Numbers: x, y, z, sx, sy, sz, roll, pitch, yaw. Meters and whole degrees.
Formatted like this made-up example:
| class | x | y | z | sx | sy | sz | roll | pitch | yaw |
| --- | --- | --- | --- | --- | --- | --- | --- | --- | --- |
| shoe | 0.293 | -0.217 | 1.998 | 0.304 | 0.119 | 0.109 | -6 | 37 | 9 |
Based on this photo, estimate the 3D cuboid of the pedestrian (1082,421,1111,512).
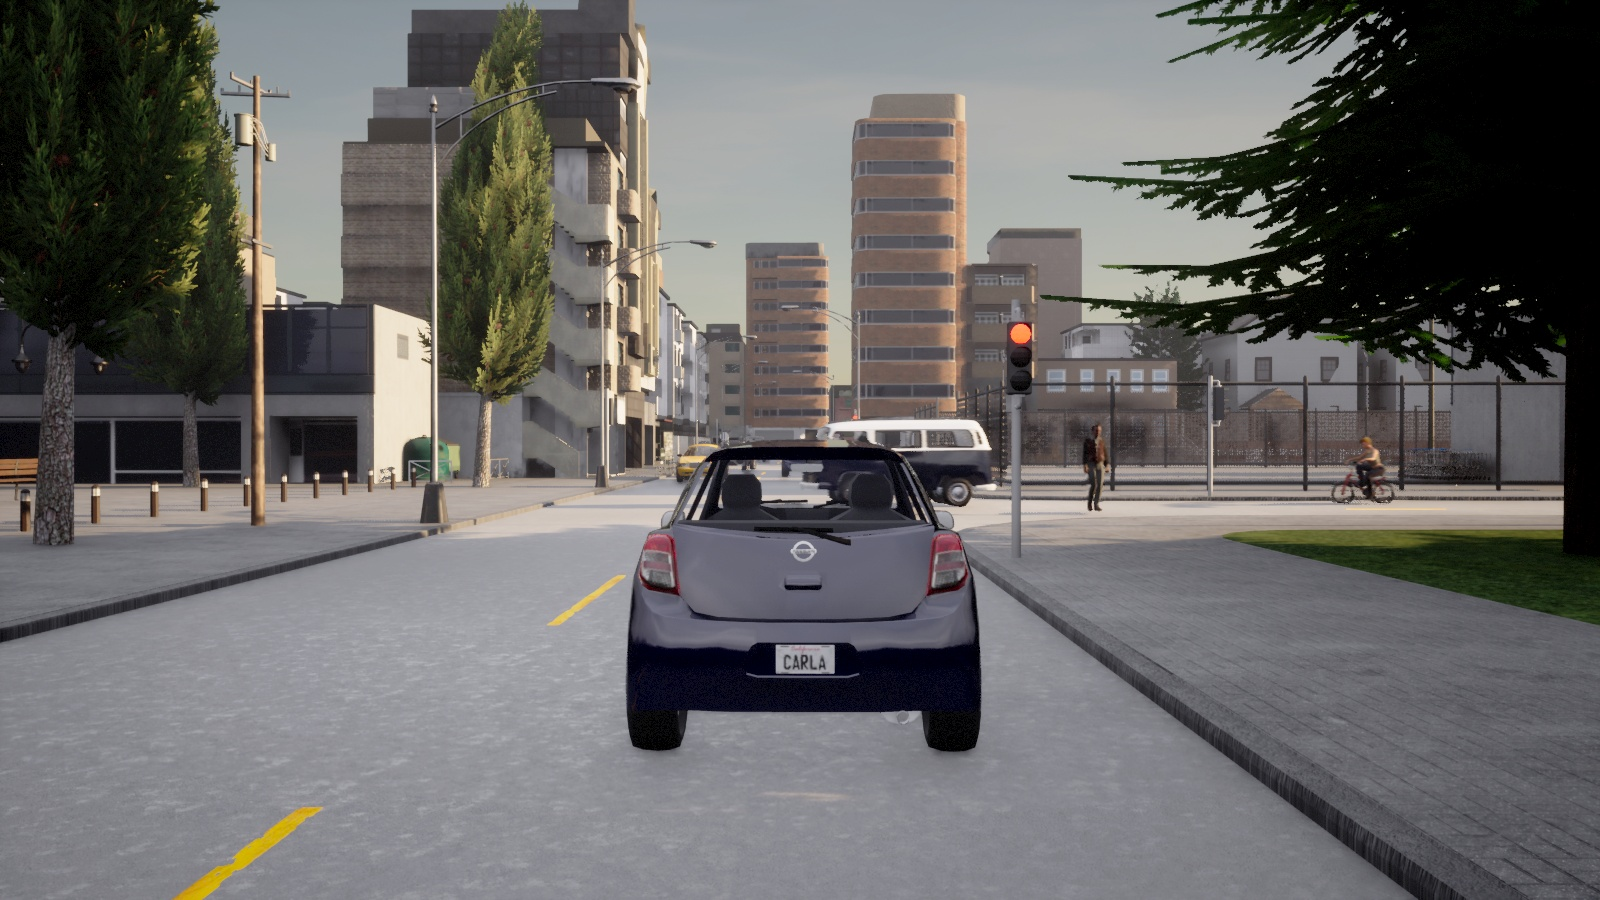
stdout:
| class | x | y | z | sx | sy | sz | roll | pitch | yaw |
| --- | --- | --- | --- | --- | --- | --- | --- | --- | --- |
| pedestrian | 6.127 | 0.341 | 25.984 | 0.376 | 1.854 | 0.720 | 0 | 0 | -5 |

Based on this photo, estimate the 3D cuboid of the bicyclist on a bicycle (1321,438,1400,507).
| class | x | y | z | sx | sy | sz | roll | pitch | yaw |
| --- | --- | --- | --- | --- | --- | --- | --- | --- | --- |
| bicyclist on a bicycle | 13.386 | 0.524 | 30.033 | 1.509 | 1.612 | 0.866 | 0 | 0 | 0 |

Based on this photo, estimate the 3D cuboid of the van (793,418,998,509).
| class | x | y | z | sx | sy | sz | roll | pitch | yaw |
| --- | --- | --- | --- | --- | --- | --- | --- | --- | --- |
| van | 2.193 | 0.304 | 29.648 | 4.480 | 2.038 | 2.069 | 0 | 0 | -9 |

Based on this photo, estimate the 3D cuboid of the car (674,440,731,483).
| class | x | y | z | sx | sy | sz | roll | pitch | yaw |
| --- | --- | --- | --- | --- | --- | --- | --- | --- | --- |
| car | -3.769 | 0.404 | 49.318 | 1.801 | 1.575 | 5.366 | 0 | 0 | 0 |

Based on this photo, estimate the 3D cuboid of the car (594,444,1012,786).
| class | x | y | z | sx | sy | sz | roll | pitch | yaw |
| --- | --- | --- | --- | --- | --- | --- | --- | --- | --- |
| car | 0.036 | 0.719 | 7.361 | 1.845 | 1.501 | 3.633 | 0 | 0 | 1 |
